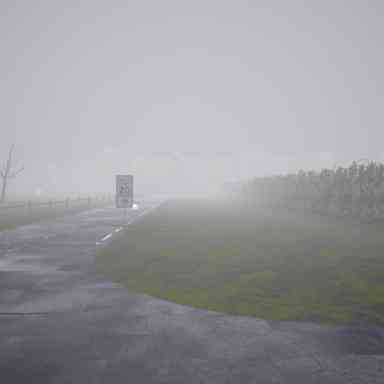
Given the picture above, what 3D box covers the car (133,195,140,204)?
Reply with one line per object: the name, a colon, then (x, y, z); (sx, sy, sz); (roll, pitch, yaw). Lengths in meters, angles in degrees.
car: (-9.423, 1.146, 52.368); (1.895, 1.301, 4.718); (1, 0, -2)
